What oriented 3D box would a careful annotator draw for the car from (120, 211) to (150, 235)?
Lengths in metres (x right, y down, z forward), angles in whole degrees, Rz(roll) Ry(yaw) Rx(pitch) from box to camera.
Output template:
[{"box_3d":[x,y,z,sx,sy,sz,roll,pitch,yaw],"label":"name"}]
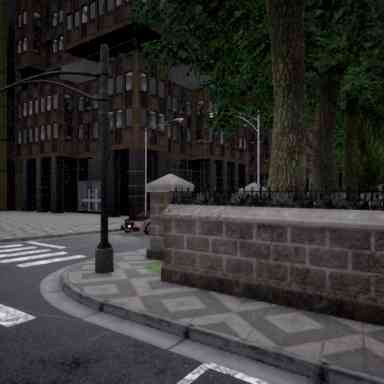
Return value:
[{"box_3d":[-2.595,1.916,21.562,1.994,1.385,4.181,0,-1,35],"label":"car"}]
